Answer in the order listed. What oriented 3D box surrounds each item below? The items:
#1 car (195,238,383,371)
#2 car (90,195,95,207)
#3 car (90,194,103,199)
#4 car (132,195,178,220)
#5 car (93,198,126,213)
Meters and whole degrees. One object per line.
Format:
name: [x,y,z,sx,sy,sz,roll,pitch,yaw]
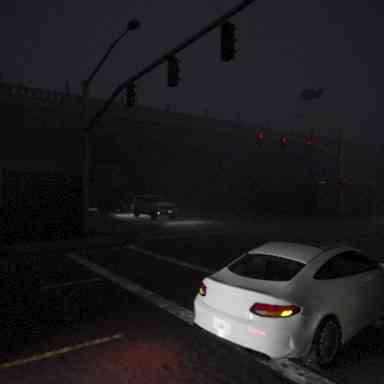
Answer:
car: [2.110,1.544,5.723,4.674,1.442,1.812,1,0,-41]
car: [-16.036,1.581,47.608,1.837,1.490,4.892,0,0,-35]
car: [-19.002,1.310,64.043,2.150,2.045,5.566,0,0,-36]
car: [-3.466,1.299,30.026,2.150,2.045,5.566,0,0,-36]
car: [-9.285,1.678,38.149,1.895,1.301,4.718,0,0,-36]
